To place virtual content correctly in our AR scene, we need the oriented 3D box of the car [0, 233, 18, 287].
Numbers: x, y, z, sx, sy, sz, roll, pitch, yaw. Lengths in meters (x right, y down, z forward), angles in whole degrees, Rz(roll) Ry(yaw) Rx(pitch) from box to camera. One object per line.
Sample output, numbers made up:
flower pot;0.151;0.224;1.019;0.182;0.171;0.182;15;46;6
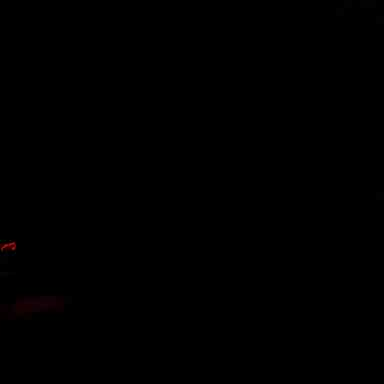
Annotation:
car;-5.946;1.328;7.646;4.792;1.488;2.163;0;0;34
